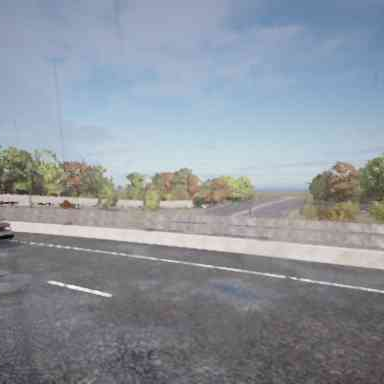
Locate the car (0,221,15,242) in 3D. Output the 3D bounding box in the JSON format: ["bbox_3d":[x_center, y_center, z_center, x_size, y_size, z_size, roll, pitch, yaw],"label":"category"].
[{"bbox_3d":[-9.610,1.461,13.474,5.357,1.411,2.033,0,0,26],"label":"car"}]
